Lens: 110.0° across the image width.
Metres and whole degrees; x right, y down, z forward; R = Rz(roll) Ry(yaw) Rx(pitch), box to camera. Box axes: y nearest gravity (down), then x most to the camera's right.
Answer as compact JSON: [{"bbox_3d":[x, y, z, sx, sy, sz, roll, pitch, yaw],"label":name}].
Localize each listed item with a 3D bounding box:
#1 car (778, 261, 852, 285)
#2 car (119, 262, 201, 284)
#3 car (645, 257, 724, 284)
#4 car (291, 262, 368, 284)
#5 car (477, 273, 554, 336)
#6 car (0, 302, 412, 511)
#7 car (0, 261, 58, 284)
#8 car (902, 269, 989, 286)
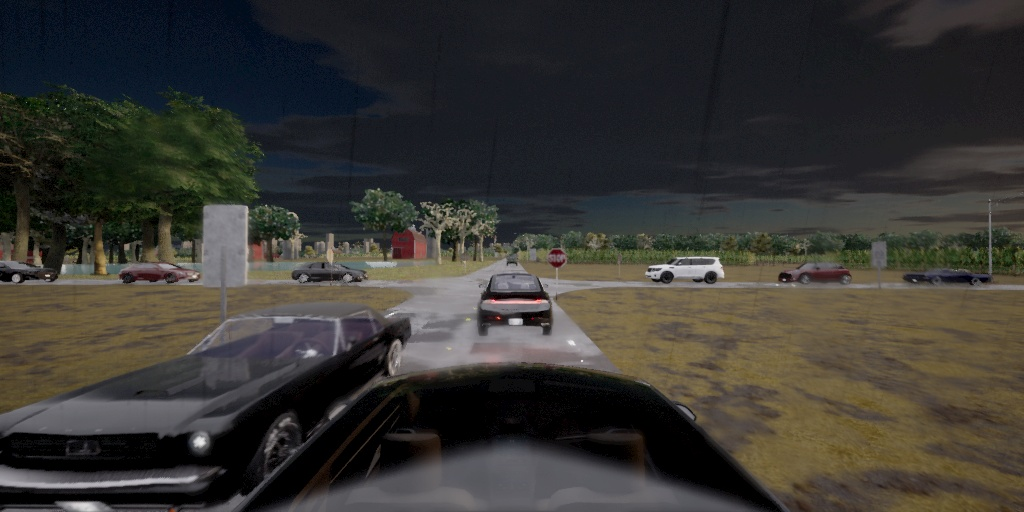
[{"bbox_3d":[23.335,1.289,27.768,4.553,1.767,2.097,0,-1,0],"label":"car"},{"bbox_3d":[-24.297,1.152,24.802,4.674,1.442,1.812,0,-1,0],"label":"car"},{"bbox_3d":[13.339,1.085,27.793,5.566,2.045,2.150,0,-1,1],"label":"car"},{"bbox_3d":[-12.628,1.177,25.031,4.892,1.490,1.837,0,-1,-4],"label":"car"},{"bbox_3d":[0.059,1.243,10.360,2.128,1.511,4.902,0,0,-1],"label":"car"},{"bbox_3d":[-2.832,1.352,4.581,1.895,1.301,4.718,0,0,0],"label":"car"},{"bbox_3d":[-34.630,1.086,24.808,5.008,1.535,1.882,0,-1,0],"label":"car"},{"bbox_3d":[33.417,1.625,27.762,4.718,1.301,1.895,0,-1,0],"label":"car"}]
